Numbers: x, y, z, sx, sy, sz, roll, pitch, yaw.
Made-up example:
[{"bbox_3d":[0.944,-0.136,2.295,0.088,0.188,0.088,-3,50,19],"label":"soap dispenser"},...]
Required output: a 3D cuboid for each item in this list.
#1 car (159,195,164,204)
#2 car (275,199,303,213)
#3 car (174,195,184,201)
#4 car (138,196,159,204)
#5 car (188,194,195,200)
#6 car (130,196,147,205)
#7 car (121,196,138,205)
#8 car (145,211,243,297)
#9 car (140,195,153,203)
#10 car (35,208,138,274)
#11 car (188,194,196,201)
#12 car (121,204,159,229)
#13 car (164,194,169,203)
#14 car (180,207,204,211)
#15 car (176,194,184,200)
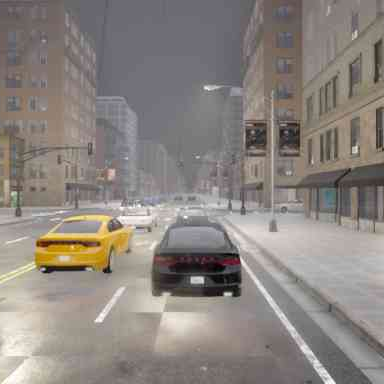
[{"bbox_3d":[-6.590,1.519,59.665,1.812,1.442,4.674,0,0,0],"label":"car"},{"bbox_3d":[11.711,1.562,37.436,4.674,1.442,1.812,0,0,0],"label":"car"},{"bbox_3d":[-3.270,1.482,80.790,1.837,1.490,4.892,0,0,0],"label":"car"},{"bbox_3d":[-6.598,1.522,50.563,1.812,1.442,4.674,0,0,0],"label":"car"},{"bbox_3d":[-0.023,1.328,91.211,1.882,1.535,5.008,0,0,0],"label":"car"},{"bbox_3d":[-9.822,1.484,61.414,2.128,1.511,4.902,0,0,1],"label":"car"},{"bbox_3d":[-9.857,1.500,52.230,1.837,1.490,4.892,0,0,0],"label":"car"},{"bbox_3d":[0.098,1.478,8.623,1.882,1.535,5.008,0,0,0],"label":"car"},{"bbox_3d":[-9.768,1.513,71.647,2.128,1.511,4.902,0,0,0],"label":"car"},{"bbox_3d":[-3.154,1.478,10.642,1.882,1.535,5.008,0,0,0],"label":"car"},{"bbox_3d":[-0.020,1.460,80.791,1.882,1.535,5.008,0,0,0],"label":"car"},{"bbox_3d":[-3.155,1.601,20.003,1.895,1.301,4.718,0,0,0],"label":"car"},{"bbox_3d":[-6.517,1.529,70.196,2.033,1.411,5.357,0,0,0],"label":"car"},{"bbox_3d":[-0.004,1.547,18.442,2.033,1.411,5.357,0,0,0],"label":"car"},{"bbox_3d":[-3.273,1.391,91.210,2.033,1.411,5.357,0,0,0],"label":"car"}]
